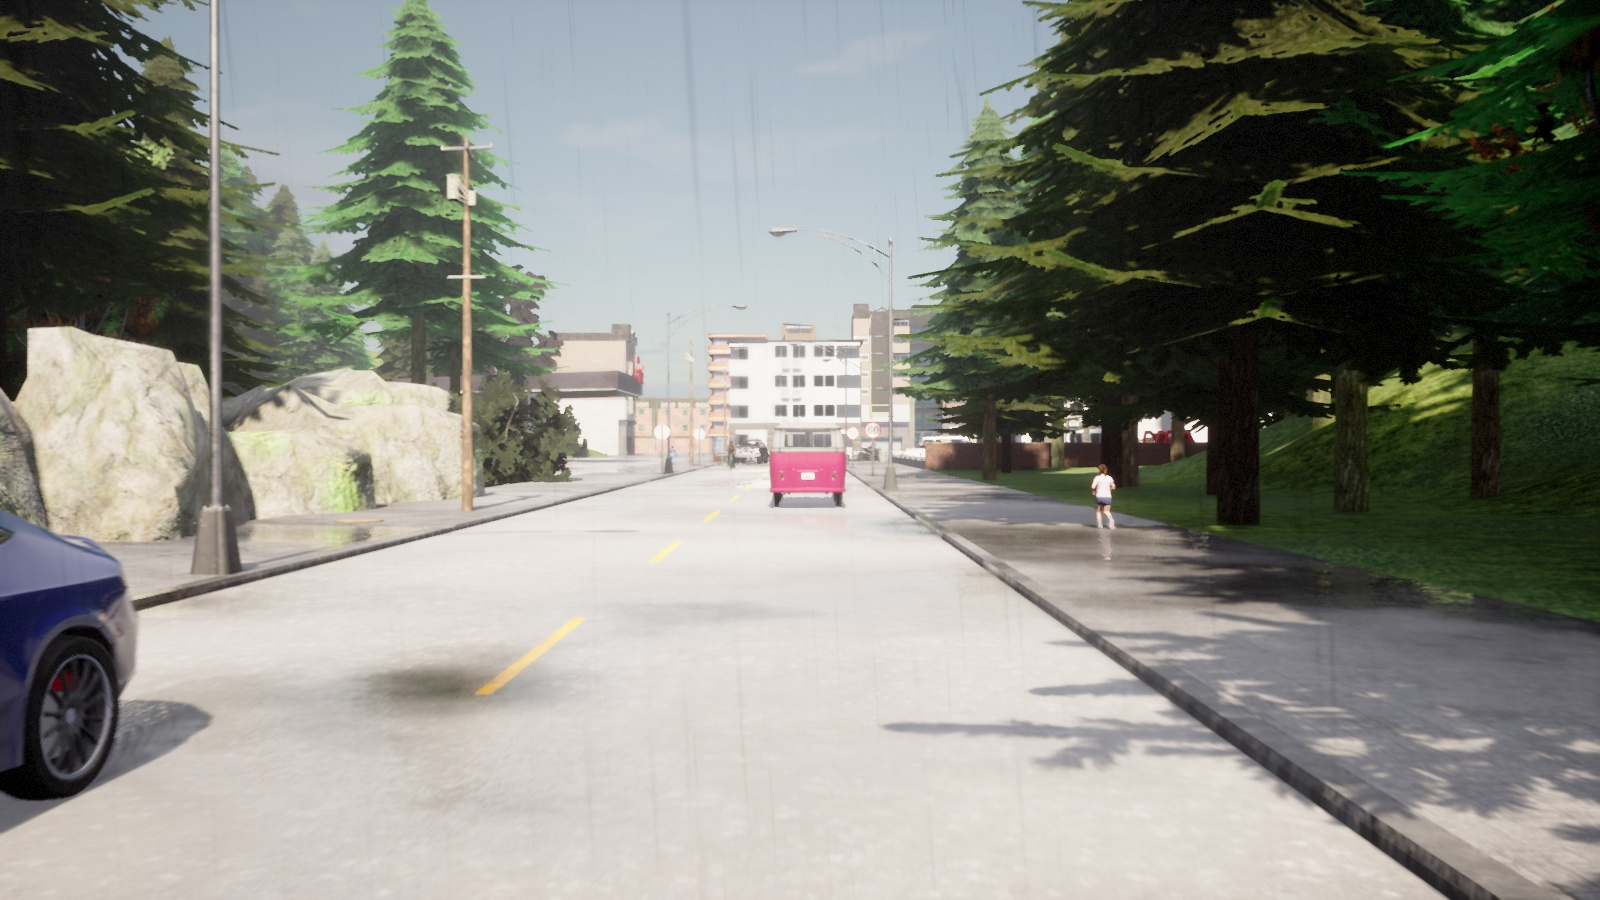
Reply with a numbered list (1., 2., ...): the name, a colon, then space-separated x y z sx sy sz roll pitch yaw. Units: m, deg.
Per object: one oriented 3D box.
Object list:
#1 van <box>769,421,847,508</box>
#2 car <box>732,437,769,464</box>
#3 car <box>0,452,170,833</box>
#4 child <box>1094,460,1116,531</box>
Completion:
1. van: 0.194 0.322 30.955 1.775 1.987 4.442 0 0 0
2. car: -3.477 0.055 88.721 1.932 1.855 4.605 0 0 6
3. car: -3.963 0.748 3.736 1.812 1.442 4.674 0 0 0
4. child: 4.898 0.725 20.161 0.255 1.110 0.394 0 0 -2
